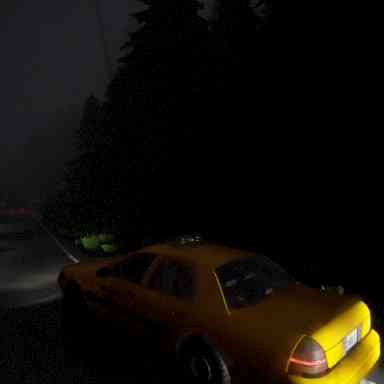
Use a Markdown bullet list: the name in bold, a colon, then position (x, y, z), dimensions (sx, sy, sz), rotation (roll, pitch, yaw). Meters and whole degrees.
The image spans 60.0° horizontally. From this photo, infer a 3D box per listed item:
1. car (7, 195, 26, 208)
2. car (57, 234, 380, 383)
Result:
- **car**: position (-21.084, 1.059, 40.097), dimensions (2.128, 1.511, 4.902), rotation (-2, 2, -26)
- **car**: position (-0.250, 1.417, 5.093), dimensions (5.366, 1.575, 1.801), rotation (1, 1, 44)
